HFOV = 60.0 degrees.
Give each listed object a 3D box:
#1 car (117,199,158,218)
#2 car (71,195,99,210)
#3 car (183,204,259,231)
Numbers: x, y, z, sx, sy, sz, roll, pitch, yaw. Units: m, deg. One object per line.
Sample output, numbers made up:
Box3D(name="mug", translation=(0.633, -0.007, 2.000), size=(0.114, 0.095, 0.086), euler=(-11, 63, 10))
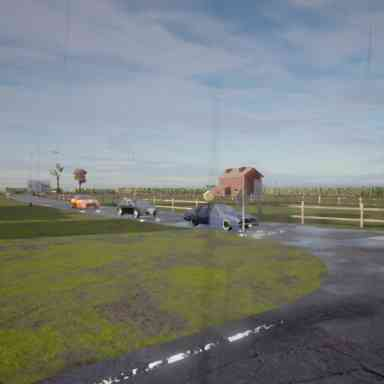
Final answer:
Box3D(name="car", translation=(-4.771, 1.351, 28.619), size=(2.128, 1.511, 4.902), euler=(-1, 1, -38))
Box3D(name="car", translation=(-12.459, 1.133, 38.623), size=(2.097, 1.767, 4.553), euler=(-1, 1, -37))
Box3D(name="car", translation=(1.601, 1.472, 20.635), size=(2.033, 1.411, 5.357), euler=(-1, 1, -38))
